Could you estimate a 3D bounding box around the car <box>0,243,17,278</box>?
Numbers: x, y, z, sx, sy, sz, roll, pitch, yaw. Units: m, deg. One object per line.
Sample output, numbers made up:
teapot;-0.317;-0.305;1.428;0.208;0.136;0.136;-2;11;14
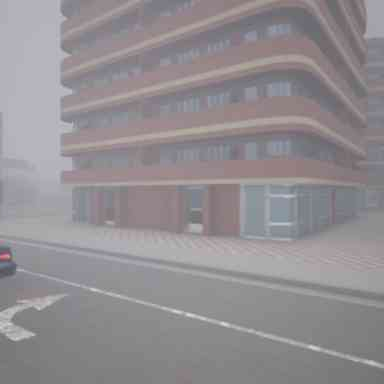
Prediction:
car;-6.669;1.550;8.677;5.357;1.411;2.033;0;0;36
